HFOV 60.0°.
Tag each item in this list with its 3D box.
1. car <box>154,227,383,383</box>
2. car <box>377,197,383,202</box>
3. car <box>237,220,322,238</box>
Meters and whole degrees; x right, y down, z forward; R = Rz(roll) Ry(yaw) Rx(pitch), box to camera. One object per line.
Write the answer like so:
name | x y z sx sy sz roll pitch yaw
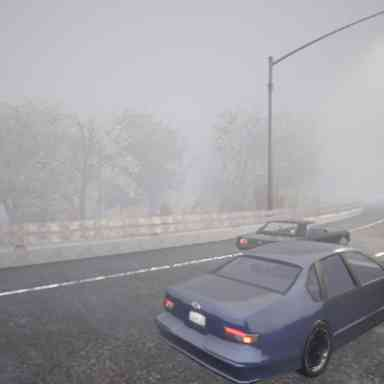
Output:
car | 1.997 1.562 5.562 5.357 1.411 2.033 0 0 -39
car | 45.026 1.856 77.491 1.895 1.301 4.718 0 0 5
car | 3.750 1.632 11.706 4.718 1.301 1.895 0 0 -42
